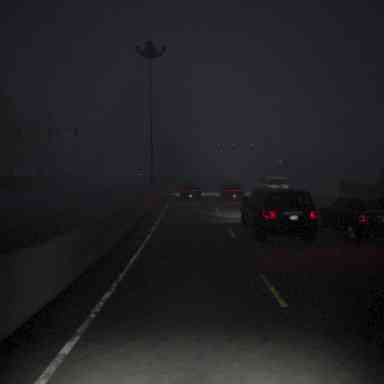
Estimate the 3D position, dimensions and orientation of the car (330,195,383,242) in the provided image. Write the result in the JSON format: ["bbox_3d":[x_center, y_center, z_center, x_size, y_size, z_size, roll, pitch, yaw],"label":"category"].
[{"bbox_3d":[6.972,0.917,14.044,2.097,1.767,4.553,0,3,0],"label":"car"}]

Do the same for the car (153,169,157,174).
[{"bbox_3d":[-10.983,-5.862,94.608,1.882,1.535,5.008,0,5,0],"label":"car"}]

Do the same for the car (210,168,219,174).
[{"bbox_3d":[6.524,-5.895,93.400,2.097,1.767,4.553,0,5,0],"label":"car"}]

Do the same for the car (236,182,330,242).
[{"bbox_3d":[3.472,0.802,14.074,2.150,2.045,5.566,0,4,0],"label":"car"}]

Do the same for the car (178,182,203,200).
[{"bbox_3d":[-0.113,-0.142,28.978,1.837,1.490,4.892,0,5,0],"label":"car"}]

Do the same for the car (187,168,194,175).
[{"bbox_3d":[-0.460,-5.431,90.468,1.994,1.385,4.181,0,5,0],"label":"car"}]

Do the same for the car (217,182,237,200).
[{"bbox_3d":[3.387,-0.142,28.998,1.837,1.490,4.892,0,5,0],"label":"car"}]

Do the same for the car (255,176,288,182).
[{"bbox_3d":[6.887,-0.404,29.025,2.150,2.045,5.566,0,5,0],"label":"car"}]

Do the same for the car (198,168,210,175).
[{"bbox_3d":[3.042,-5.461,90.102,2.128,1.511,4.902,0,5,0],"label":"car"}]
